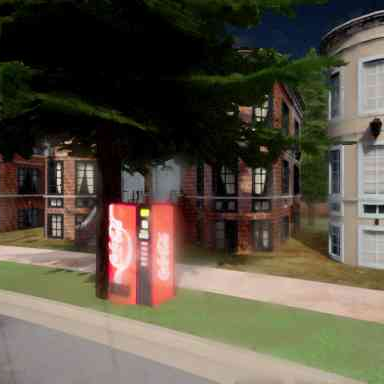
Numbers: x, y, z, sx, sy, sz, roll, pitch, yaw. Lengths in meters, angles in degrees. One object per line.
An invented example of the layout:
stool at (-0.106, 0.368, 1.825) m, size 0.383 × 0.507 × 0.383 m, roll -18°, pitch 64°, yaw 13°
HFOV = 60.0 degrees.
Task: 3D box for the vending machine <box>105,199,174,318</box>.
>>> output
vending machine at (-1.018, 1.195, 6.631) m, size 0.880 × 2.100 × 1.100 m, roll 0°, pitch 0°, yaw 30°
